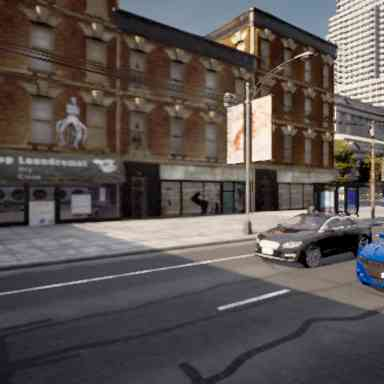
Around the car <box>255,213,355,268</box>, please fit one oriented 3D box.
[{"bbox_3d":[4.237,1.486,11.324,4.902,1.511,2.128,0,0,-36],"label":"car"}]

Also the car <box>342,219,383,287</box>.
[{"bbox_3d":[6.079,1.473,8.339,5.008,1.535,1.882,0,0,-36],"label":"car"}]
